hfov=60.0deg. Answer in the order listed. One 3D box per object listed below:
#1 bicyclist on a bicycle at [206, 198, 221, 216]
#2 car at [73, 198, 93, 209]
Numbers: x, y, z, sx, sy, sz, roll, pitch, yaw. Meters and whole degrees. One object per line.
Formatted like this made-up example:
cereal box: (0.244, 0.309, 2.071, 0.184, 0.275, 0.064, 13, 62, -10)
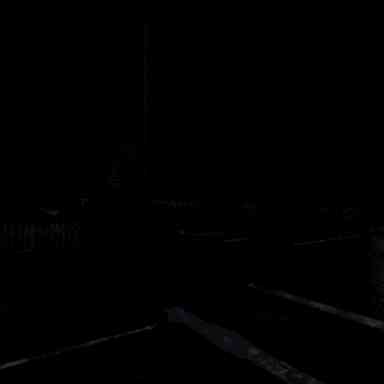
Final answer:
bicyclist on a bicycle: (1.891, 1.321, 29.133, 1.656, 1.620, 0.582, 0, 0, -36)
car: (-15.240, 1.545, 46.495, 1.812, 1.442, 4.674, 0, 0, -32)
